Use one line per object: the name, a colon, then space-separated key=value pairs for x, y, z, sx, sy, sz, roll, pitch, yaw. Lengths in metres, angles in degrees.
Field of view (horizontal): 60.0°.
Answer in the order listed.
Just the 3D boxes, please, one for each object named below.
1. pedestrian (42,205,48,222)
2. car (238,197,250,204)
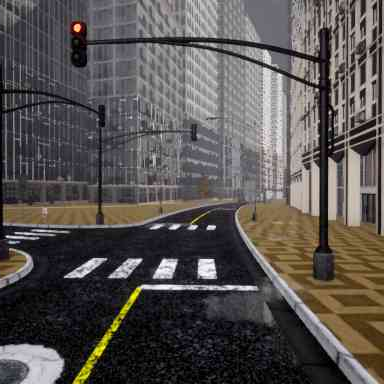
pedestrian: x=-9.298 y=1.345 z=21.024 sx=0.500 sy=1.100 sz=0.500 roll=0 pitch=0 yaw=17
car: x=10.840 y=1.733 z=69.047 sx=1.882 sy=1.535 sz=5.008 roll=0 pitch=0 yaw=19
